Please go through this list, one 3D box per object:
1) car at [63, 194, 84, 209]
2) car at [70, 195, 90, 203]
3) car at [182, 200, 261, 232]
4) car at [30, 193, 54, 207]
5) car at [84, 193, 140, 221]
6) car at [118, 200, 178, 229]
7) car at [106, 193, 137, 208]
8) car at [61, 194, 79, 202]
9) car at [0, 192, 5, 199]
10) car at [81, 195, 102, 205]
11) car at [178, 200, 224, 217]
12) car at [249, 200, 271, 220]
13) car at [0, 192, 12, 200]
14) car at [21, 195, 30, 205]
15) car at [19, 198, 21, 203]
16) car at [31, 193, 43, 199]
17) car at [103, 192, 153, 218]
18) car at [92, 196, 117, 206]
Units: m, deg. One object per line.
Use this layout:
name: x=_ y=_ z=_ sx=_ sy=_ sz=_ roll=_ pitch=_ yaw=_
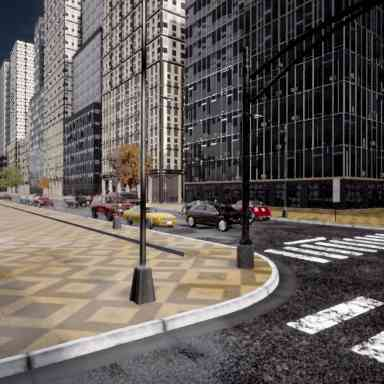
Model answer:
car: x=-13.824 y=1.263 z=40.504 sx=1.837 sy=1.490 sz=4.892 roll=0 pitch=2 yaw=-36
car: x=-19.585 y=1.216 z=57.991 sx=2.008 sy=1.369 sz=4.403 roll=1 pitch=0 yaw=-36
car: x=1.487 y=1.425 z=19.748 sx=1.837 sy=1.490 sz=4.892 roll=0 pitch=0 yaw=-36
car: x=-19.579 y=1.257 z=43.888 sx=1.887 sy=1.381 sz=4.507 roll=1 pitch=0 yaw=-36
car: x=-6.159 y=1.172 z=25.576 sx=2.192 sy=1.841 sz=5.009 roll=1 pitch=0 yaw=-36
car: x=-2.708 y=1.416 z=20.856 sx=1.752 sy=1.417 sz=4.829 roll=1 pitch=0 yaw=-36
car: x=-9.461 y=1.096 z=44.304 sx=2.192 sy=1.841 sz=5.009 roll=1 pitch=0 yaw=-36
car: x=-23.061 y=1.148 z=62.692 sx=1.752 sy=1.417 sz=4.829 roll=1 pitch=0 yaw=-36
car: x=-46.574 y=0.808 z=80.396 sx=1.967 sy=1.590 sz=4.097 roll=1 pitch=0 yaw=-36
car: x=-16.211 y=1.250 z=53.429 sx=1.887 sy=1.381 sz=4.507 roll=1 pitch=0 yaw=-36
car: x=0.737 y=1.440 z=30.676 sx=2.008 sy=1.369 sz=4.403 roll=1 pitch=0 yaw=-36
car: x=4.139 y=1.362 z=26.129 sx=1.967 sy=1.590 sz=4.097 roll=1 pitch=0 yaw=-36
car: x=-39.826 y=1.006 z=71.268 sx=1.887 sy=1.381 sz=4.507 roll=1 pitch=0 yaw=-36
car: x=-22.953 y=1.225 z=48.451 sx=2.008 sy=1.369 sz=4.403 roll=1 pitch=0 yaw=-36
car: x=-26.327 y=1.185 z=53.014 sx=2.008 sy=1.369 sz=4.403 roll=1 pitch=0 yaw=-36
car: x=-39.830 y=0.965 z=85.369 sx=1.947 sy=1.339 sz=4.313 roll=1 pitch=0 yaw=-36
car: x=-5.823 y=1.071 z=29.638 sx=2.150 sy=2.045 sz=5.566 roll=0 pitch=0 yaw=-36
car: x=-12.939 y=1.268 z=49.003 sx=1.752 sy=1.417 sz=4.829 roll=1 pitch=0 yaw=-36
